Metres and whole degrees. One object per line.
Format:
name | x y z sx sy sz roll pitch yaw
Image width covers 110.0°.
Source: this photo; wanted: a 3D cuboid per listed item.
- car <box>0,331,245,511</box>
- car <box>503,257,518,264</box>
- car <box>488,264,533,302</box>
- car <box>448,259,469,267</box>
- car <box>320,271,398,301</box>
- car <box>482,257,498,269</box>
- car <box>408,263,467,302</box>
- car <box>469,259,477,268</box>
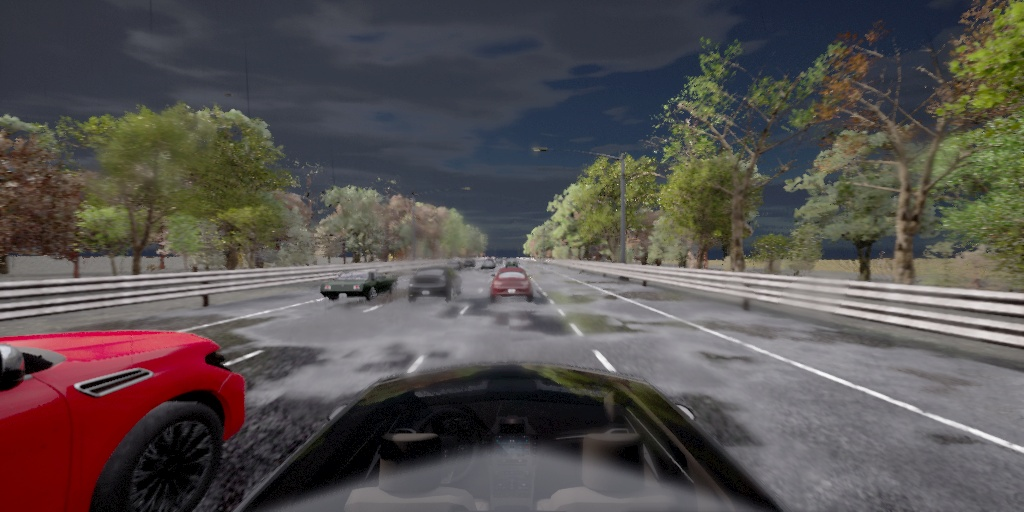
car | -3.501 0.973 0.862 2.150 2.045 5.566 0 0 0
car | -0.038 1.093 60.612 2.097 1.767 4.553 0 0 0
car | -0.011 1.269 16.952 1.812 1.442 4.674 0 0 0
car | -7.030 1.233 44.738 2.128 1.511 4.902 0 0 0
car | -7.011 1.345 17.084 1.895 1.301 4.718 0 0 0
car | -3.538 1.305 54.700 1.994 1.385 4.181 0 0 0
car | -3.512 1.250 17.005 1.837 1.490 4.892 0 0 0
car | -7.038 1.248 60.737 1.837 1.490 4.892 0 0 0
